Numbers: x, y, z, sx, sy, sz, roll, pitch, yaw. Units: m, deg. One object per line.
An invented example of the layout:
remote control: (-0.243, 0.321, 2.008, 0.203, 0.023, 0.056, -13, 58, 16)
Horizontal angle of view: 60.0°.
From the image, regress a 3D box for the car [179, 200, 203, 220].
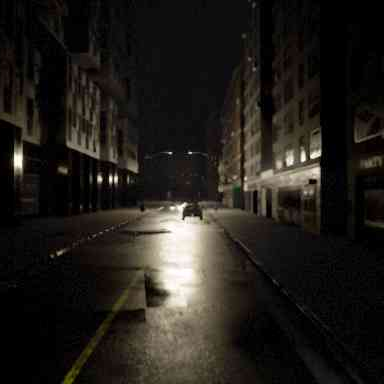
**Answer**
car: (0.053, 1.800, 31.126, 1.812, 1.442, 4.674, 0, -1, 1)

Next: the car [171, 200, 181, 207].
car: (-3.005, 2.182, 64.747, 1.895, 1.301, 4.718, 0, -1, 0)
